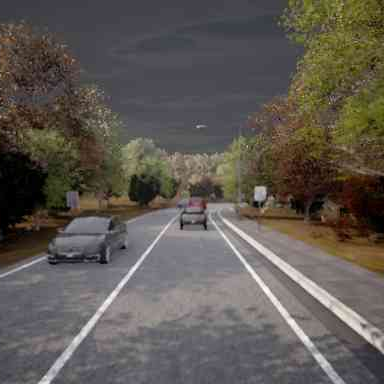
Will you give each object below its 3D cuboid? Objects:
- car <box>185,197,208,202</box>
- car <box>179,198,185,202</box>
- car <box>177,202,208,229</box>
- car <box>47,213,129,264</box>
[{"bbox_3d":[0.800,1.636,42.933,2.150,2.045,5.566,0,-1,5],"label":"car"},{"bbox_3d":[-1.064,1.862,55.736,2.097,1.767,4.553,1,0,11],"label":"car"},{"bbox_3d":[0.100,1.702,23.485,2.128,1.511,4.902,0,0,0],"label":"car"},{"bbox_3d":[-3.592,1.601,12.258,1.837,1.490,4.892,0,1,1],"label":"car"}]
